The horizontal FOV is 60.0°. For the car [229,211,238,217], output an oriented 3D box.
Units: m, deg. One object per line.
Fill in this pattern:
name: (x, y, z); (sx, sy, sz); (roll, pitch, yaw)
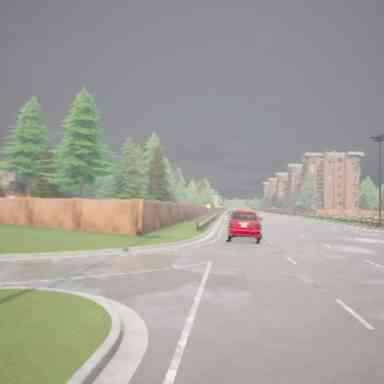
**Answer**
car: (10.058, 5.286, 81.421); (1.994, 1.385, 4.181); (1, -2, 6)

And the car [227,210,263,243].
car: (3.702, 2.328, 23.260); (2.150, 2.045, 5.566); (2, -2, 11)

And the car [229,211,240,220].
car: (8.066, 4.427, 63.460); (1.837, 1.490, 4.892); (1, -2, 6)
